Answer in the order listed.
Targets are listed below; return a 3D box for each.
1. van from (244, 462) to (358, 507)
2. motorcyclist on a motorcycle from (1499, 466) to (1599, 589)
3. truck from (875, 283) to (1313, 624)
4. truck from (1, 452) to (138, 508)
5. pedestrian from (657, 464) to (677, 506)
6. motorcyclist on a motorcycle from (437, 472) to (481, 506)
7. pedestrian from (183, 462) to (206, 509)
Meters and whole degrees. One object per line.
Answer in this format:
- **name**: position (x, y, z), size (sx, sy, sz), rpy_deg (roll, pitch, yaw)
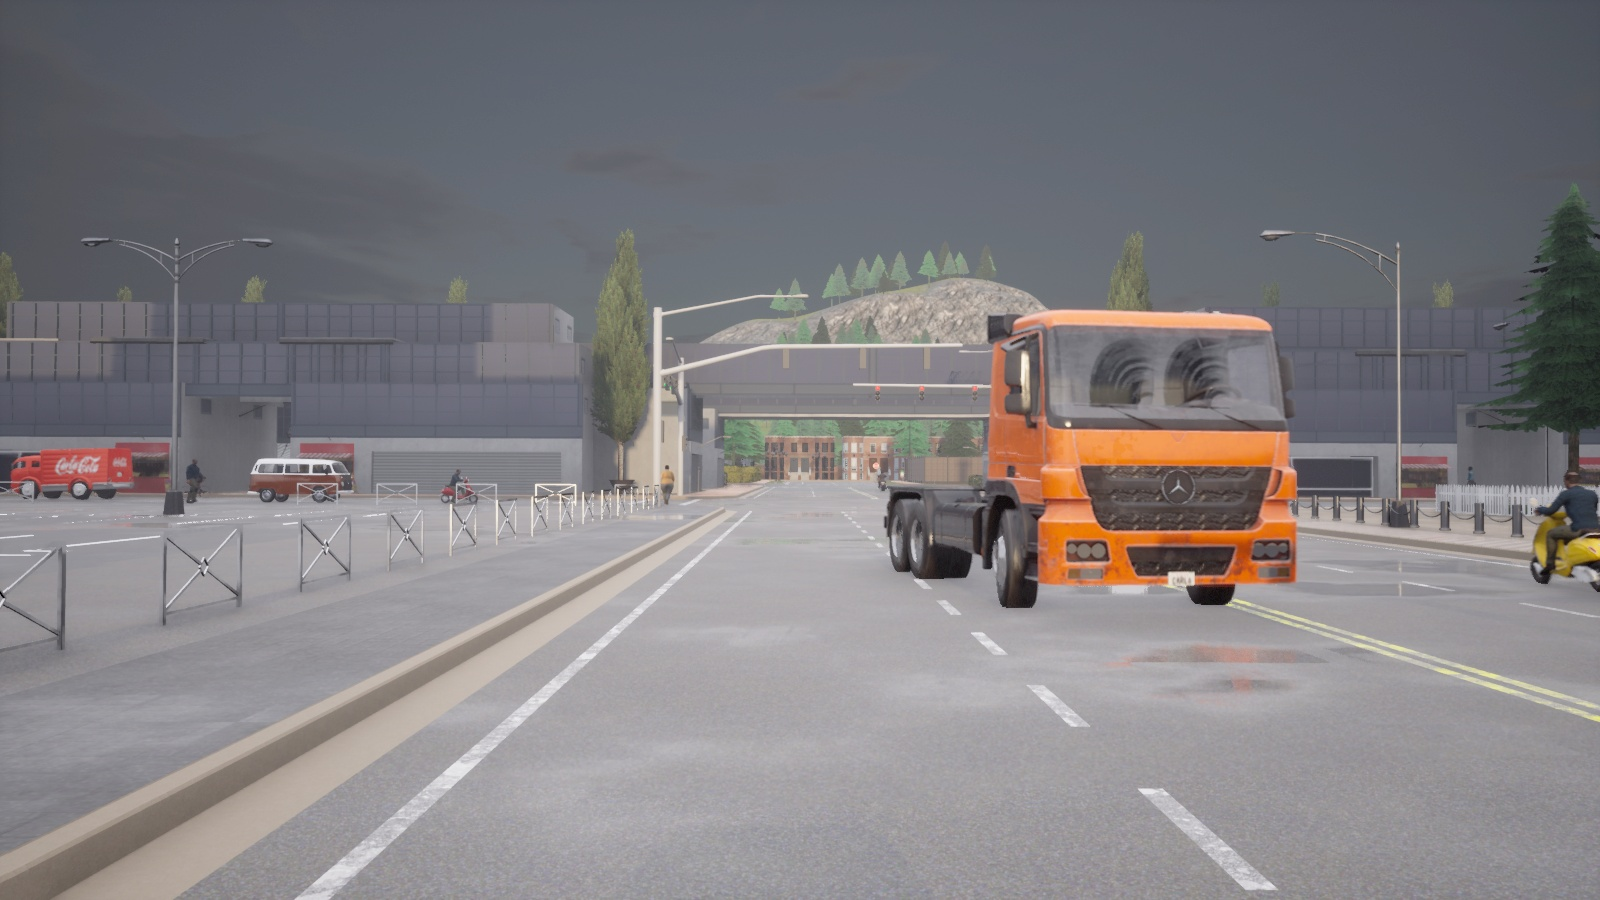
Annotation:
- **van**: position (-23.201, 1.611, 58.494), size (4.480, 2.038, 2.069), rpy_deg (0, -1, 1)
- **motorcyclist on a motorcycle**: position (10.462, 1.012, 17.084), size (0.866, 1.590, 1.817), rpy_deg (0, -1, 0)
- **truck**: position (3.303, 0.102, 16.875), size (2.891, 3.462, 7.936), rpy_deg (0, -1, -9)
- **truck**: position (-36.213, 1.484, 62.349), size (5.204, 2.467, 2.627), rpy_deg (-3, -1, 2)
- **pedestrian**: position (-5.912, 1.558, 55.702), size (0.874, 1.855, 0.900), rpy_deg (0, -1, -6)
- **motorcyclist on a motorcycle**: position (-15.840, 1.808, 58.317), size (1.817, 1.590, 0.866), rpy_deg (0, -1, 1)
- **pedestrian**: position (-24.067, 1.405, 49.908), size (0.726, 1.842, 0.402), rpy_deg (0, -1, 12)
